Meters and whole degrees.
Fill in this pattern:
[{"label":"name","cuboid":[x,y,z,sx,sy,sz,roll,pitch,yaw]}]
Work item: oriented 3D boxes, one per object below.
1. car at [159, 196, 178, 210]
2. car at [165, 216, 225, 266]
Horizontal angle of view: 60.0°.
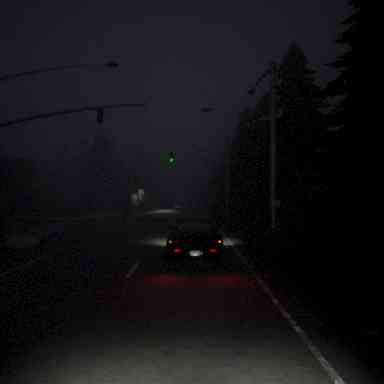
[{"label":"car","cuboid":[-3.574,1.690,47.574,2.128,1.511,4.902,0,0,0]},{"label":"car","cuboid":[0.093,1.575,11.686,1.812,1.442,4.674,0,0,0]}]
